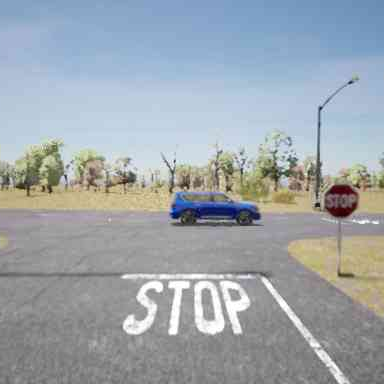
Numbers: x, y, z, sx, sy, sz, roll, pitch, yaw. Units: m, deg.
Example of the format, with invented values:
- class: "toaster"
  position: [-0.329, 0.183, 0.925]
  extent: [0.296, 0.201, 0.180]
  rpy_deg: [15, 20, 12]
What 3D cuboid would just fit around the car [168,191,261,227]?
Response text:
- class: "car"
  position: [1.341, 0.969, 20.391]
  extent: [5.566, 2.045, 2.150]
  rpy_deg: [0, 1, 0]
